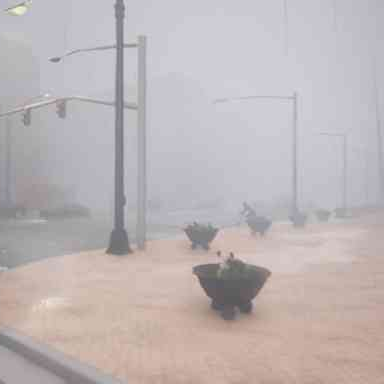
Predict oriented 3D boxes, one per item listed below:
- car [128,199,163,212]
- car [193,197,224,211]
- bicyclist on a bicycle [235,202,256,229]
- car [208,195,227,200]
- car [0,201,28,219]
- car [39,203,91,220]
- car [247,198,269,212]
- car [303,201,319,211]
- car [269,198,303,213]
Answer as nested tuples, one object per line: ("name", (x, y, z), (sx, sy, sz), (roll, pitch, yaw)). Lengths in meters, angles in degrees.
("car", (-5.797, 1.704, 41.776), (1.882, 1.535, 5.008), (0, -1, 35))
("car", (2.125, 1.846, 46.927), (1.882, 1.535, 5.008), (0, -1, 35))
("bicyclist on a bicycle", (3.285, 1.430, 19.942), (1.656, 1.620, 0.582), (0, -1, 35))
("car", (3.766, 1.411, 55.243), (2.150, 2.045, 5.566), (0, -1, 35))
("car", (-16.038, 1.493, 27.186), (1.837, 1.490, 4.892), (0, 1, 35))
("car", (-10.829, 1.615, 28.513), (1.994, 1.385, 4.181), (0, 0, 35))
("car", (9.511, 1.915, 45.074), (1.882, 1.535, 5.008), (0, -1, 35))
("car", (18.110, 2.089, 51.318), (2.128, 1.511, 4.902), (0, -1, 35))
("car", (12.153, 1.937, 42.745), (2.128, 1.511, 4.902), (0, -1, 35))
